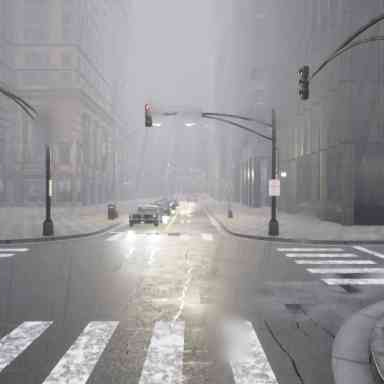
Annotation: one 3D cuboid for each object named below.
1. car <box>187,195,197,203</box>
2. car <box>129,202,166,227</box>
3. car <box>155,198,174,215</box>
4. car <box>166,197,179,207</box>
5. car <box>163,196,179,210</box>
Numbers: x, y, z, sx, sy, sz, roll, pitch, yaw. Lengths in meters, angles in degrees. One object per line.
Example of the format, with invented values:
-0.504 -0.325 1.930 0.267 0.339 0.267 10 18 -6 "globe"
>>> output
0.055 1.365 69.613 2.097 1.767 4.553 0 0 0 "car"
-3.114 1.601 23.139 1.895 1.301 4.718 0 0 0 "car"
-3.115 1.564 33.082 1.994 1.385 4.181 0 0 0 "car"
-3.086 1.531 53.125 1.812 1.442 4.674 0 0 0 "car"
-3.124 1.354 43.083 2.097 1.767 4.553 0 0 0 "car"
